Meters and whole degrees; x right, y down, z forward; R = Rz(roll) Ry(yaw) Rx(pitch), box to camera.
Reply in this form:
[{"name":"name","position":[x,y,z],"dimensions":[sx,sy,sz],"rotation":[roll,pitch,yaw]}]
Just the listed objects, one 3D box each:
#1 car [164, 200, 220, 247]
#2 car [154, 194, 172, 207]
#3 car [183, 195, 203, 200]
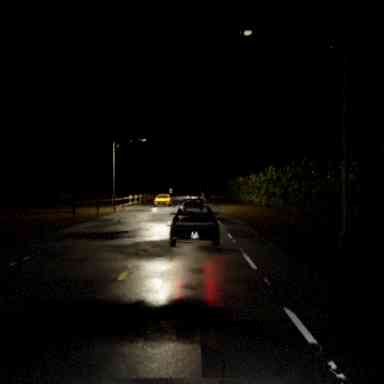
[{"name":"car","position":[0.103,1.292,14.029],"dimensions":[2.128,1.511,4.902],"rotation":[0,1,0]},{"name":"car","position":[-3.491,1.013,40.851],"dimensions":[1.882,1.535,5.008],"rotation":[0,0,0]},{"name":"car","position":[0.107,1.050,33.381],"dimensions":[2.128,1.511,4.902],"rotation":[0,1,0]}]
